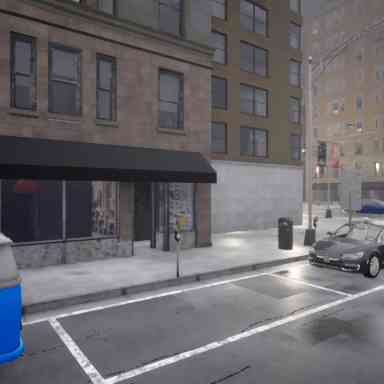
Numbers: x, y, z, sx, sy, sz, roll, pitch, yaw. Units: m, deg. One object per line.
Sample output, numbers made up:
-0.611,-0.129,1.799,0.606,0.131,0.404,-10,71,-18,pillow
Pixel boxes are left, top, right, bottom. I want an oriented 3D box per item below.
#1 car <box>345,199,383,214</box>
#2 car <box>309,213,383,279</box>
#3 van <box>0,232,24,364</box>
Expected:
16.663,1.409,30.482,1.882,1.535,5.008,0,0,-36,car
5.304,1.550,9.990,4.403,1.369,2.008,0,0,-36,car
-3.906,1.341,3.401,3.998,1.788,1.690,0,0,-36,van
